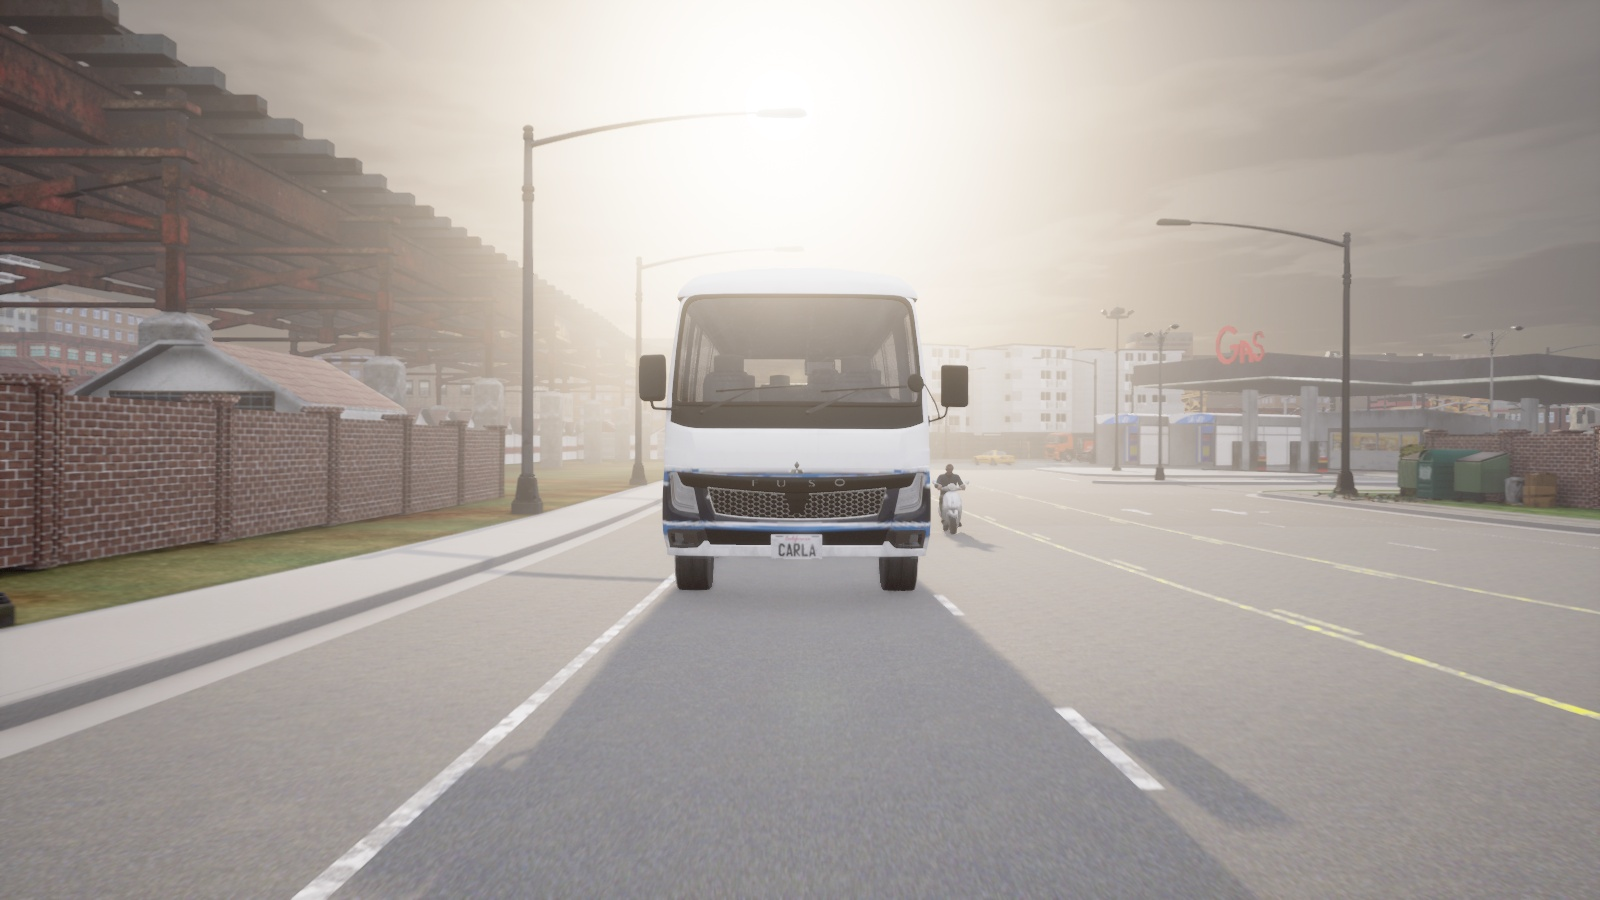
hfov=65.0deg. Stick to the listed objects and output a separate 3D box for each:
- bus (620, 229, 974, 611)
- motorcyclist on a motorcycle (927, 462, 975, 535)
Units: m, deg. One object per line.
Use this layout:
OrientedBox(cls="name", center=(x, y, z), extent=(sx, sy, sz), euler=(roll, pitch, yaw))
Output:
OrientedBox(cls="bus", center=(-0.048, -0.287, 19.162), extent=(3.944, 4.253, 10.273), euler=(0, -1, 0))
OrientedBox(cls="motorcyclist on a motorcycle", center=(3.436, 1.084, 28.774), extent=(0.866, 1.590, 1.817), euler=(0, 0, 0))
